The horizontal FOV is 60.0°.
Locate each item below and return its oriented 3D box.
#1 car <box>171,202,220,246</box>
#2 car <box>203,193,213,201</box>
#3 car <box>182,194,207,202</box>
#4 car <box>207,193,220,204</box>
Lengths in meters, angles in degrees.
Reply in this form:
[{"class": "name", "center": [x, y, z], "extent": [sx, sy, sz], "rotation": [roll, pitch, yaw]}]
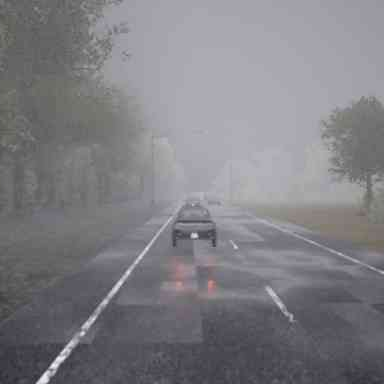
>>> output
[{"class": "car", "center": [0.097, 1.438, 14.990], "extent": [2.128, 1.511, 4.902], "rotation": [0, 0, 0]}, {"class": "car", "center": [3.497, 1.105, 73.045], "extent": [2.097, 1.767, 4.553], "rotation": [0, 0, 0]}, {"class": "car", "center": [0.097, 1.235, 33.610], "extent": [2.097, 1.767, 4.553], "rotation": [0, 0, 0]}, {"class": "car", "center": [3.598, 1.373, 55.241], "extent": [1.994, 1.385, 4.181], "rotation": [0, 0, 0]}]
